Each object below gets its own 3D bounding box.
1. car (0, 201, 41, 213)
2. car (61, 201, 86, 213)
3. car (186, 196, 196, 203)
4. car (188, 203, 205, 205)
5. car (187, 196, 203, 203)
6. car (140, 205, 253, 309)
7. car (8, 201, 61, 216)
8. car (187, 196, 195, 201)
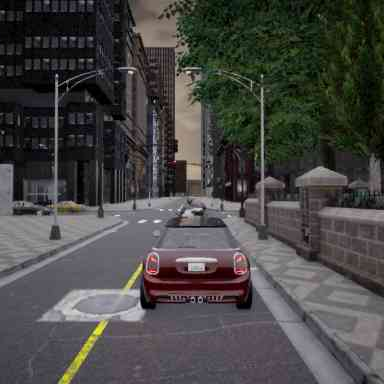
[{"bbox_3d":[-20.225,1.709,38.625,4.403,1.369,2.008,0,-1,0],"label":"car"},{"bbox_3d":[-14.883,1.676,38.612,4.829,1.417,1.752,0,-1,0],"label":"car"},{"bbox_3d":[-0.196,1.686,73.551,2.128,1.511,4.902,0,0,0],"label":"car"},{"bbox_3d":[0.044,1.542,18.172,1.812,1.442,4.674,0,0,0],"label":"car"},{"bbox_3d":[0.592,1.636,44.852,1.994,1.385,4.181,0,0,-4],"label":"car"},{"bbox_3d":[0.075,1.357,8.046,2.097,1.767,4.553,0,0,0],"label":"car"},{"bbox_3d":[-14.725,1.518,30.088,4.403,1.369,2.008,0,-1,0],"label":"car"},{"bbox_3d":[-0.268,1.792,90.916,2.033,1.411,5.357,0,0,0],"label":"car"}]
